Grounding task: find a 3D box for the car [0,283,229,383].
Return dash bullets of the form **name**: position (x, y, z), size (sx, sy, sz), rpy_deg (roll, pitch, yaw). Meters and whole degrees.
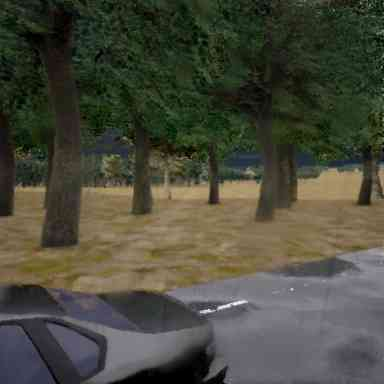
- **car**: position (-2.204, 1.549, 2.423), size (5.357, 1.411, 2.033), rpy_deg (0, 0, -35)
